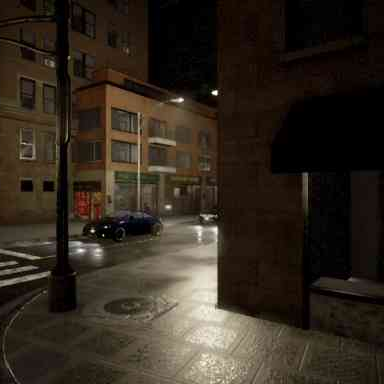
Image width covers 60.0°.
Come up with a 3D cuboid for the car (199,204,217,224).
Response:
[{"bbox_3d":[2.362,1.580,24.711,1.812,1.442,4.674,0,0,35],"label":"car"}]

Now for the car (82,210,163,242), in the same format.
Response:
[{"bbox_3d":[-3.353,1.595,16.704,1.994,1.385,4.181,0,0,35],"label":"car"}]
